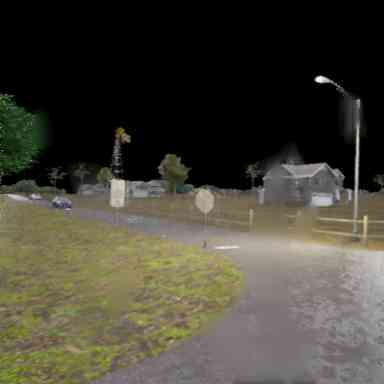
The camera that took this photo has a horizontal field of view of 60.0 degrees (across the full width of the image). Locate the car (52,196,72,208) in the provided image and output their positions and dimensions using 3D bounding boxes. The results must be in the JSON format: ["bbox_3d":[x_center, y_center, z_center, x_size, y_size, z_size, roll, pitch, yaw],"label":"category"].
[{"bbox_3d":[-19.306,1.462,49.458,2.097,1.767,4.553,3,-2,-31],"label":"car"}]
